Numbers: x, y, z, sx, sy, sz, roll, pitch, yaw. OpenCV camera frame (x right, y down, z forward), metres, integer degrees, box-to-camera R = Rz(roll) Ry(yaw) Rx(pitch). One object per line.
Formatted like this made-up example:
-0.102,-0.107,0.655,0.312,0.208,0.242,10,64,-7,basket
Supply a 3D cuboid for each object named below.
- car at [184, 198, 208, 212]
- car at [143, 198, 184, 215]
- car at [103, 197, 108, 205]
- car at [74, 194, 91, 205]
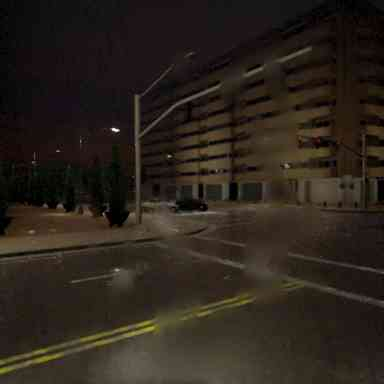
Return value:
-0.216,1.273,33.540,1.994,1.385,4.181,-1,1,-35,car
-2.997,1.278,31.408,1.812,1.442,4.674,-1,1,-35,car
-13.486,1.199,52.390,2.128,1.511,4.902,-1,1,-35,car
-17.066,1.352,51.405,1.895,1.301,4.718,-1,0,-35,car
